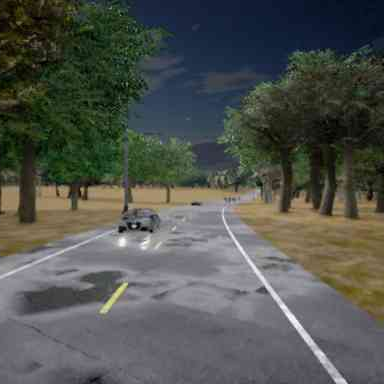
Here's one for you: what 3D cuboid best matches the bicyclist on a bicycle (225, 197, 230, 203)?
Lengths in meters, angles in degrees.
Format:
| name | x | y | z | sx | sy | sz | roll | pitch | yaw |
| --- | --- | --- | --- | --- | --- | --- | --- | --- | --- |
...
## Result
| name | x | y | z | sx | sy | sz | roll | pitch | yaw |
| --- | --- | --- | --- | --- | --- | --- | --- | --- | --- |
| bicyclist on a bicycle | 7.823 | 2.012 | 76.708 | 0.659 | 1.776 | 1.843 | 0 | 0 | 10 |

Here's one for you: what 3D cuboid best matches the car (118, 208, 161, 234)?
| name | x | y | z | sx | sy | sz | roll | pitch | yaw |
| --- | --- | --- | --- | --- | --- | --- | --- | --- | --- |
| car | -3.060 | 1.671 | 20.006 | 1.994 | 1.385 | 4.181 | 0 | 0 | 3 |

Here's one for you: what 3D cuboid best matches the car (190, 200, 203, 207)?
| name | x | y | z | sx | sy | sz | roll | pitch | yaw |
| --- | --- | --- | --- | --- | --- | --- | --- | --- | --- |
| car | 0.848 | 2.069 | 61.292 | 1.895 | 1.301 | 4.718 | 0 | -1 | 9 |

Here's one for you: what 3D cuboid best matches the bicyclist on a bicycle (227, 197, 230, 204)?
| name | x | y | z | sx | sy | sz | roll | pitch | yaw |
| --- | --- | --- | --- | --- | --- | --- | --- | --- | --- |
| bicyclist on a bicycle | 9.474 | 2.177 | 85.506 | 0.582 | 1.620 | 1.656 | 0 | -1 | 11 |
